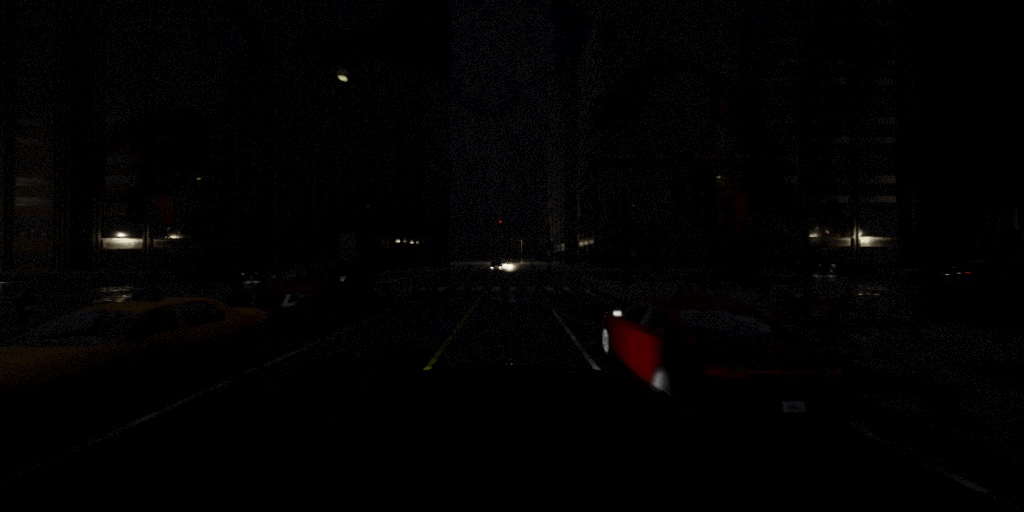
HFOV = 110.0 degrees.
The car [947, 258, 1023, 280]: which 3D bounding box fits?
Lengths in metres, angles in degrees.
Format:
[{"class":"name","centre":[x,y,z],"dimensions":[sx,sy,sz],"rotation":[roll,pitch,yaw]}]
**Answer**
[{"class":"car","centre":[37.752,1.099,28.340],"dimensions":[4.892,1.490,1.837],"rotation":[0,0,0]}]

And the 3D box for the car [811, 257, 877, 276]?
[{"class":"car","centre":[32.533,1.012,34.926],"dimensions":[4.553,1.767,2.097],"rotation":[0,0,0]}]

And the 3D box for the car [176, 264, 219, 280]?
[{"class":"car","centre":[-23.170,1.345,28.280],"dimensions":[5.357,1.411,2.033],"rotation":[0,0,0]}]

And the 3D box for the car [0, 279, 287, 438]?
[{"class":"car","centre":[-5.859,1.273,5.451],"dimensions":[1.751,1.417,4.829],"rotation":[0,0,0]}]

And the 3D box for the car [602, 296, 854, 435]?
[{"class":"car","centre":[2.666,1.293,5.621],"dimensions":[1.888,1.381,4.507],"rotation":[0,0,0]}]

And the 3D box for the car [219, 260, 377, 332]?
[{"class":"car","centre":[-5.861,1.060,11.080],"dimensions":[2.192,1.841,5.009],"rotation":[0,0,0]}]

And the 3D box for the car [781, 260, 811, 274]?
[{"class":"car","centre":[31.413,1.178,38.173],"dimensions":[4.902,1.511,2.128],"rotation":[0,0,0]}]
